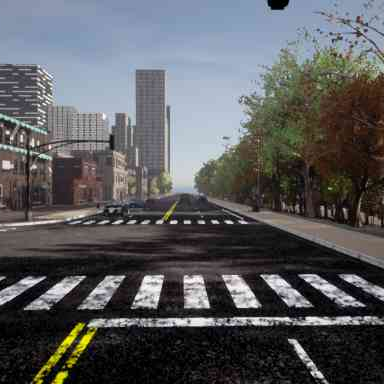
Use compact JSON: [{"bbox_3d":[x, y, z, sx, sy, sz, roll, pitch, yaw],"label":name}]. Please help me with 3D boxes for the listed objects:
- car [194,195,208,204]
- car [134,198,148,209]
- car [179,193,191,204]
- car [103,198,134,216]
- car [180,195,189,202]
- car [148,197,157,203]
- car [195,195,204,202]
[{"bbox_3d":[1.891,1.454,62.864,1.882,1.535,5.008,0,0,-1],"label":"car"},{"bbox_3d":[-7.661,1.531,45.692,2.033,1.411,5.357,0,0,-1],"label":"car"},{"bbox_3d":[-1.376,1.197,63.643,2.150,2.045,5.566,0,0,-1],"label":"car"},{"bbox_3d":[-7.350,1.481,32.609,2.128,1.511,4.902,0,0,-1],"label":"car"},{"bbox_3d":[-1.703,1.447,74.225,1.882,1.535,5.008,0,0,-1],"label":"car"},{"bbox_3d":[-8.052,1.575,66.653,1.895,1.301,4.718,0,0,-1],"label":"car"},{"bbox_3d":[1.555,1.471,72.970,1.837,1.490,4.892,0,0,-1],"label":"car"}]
